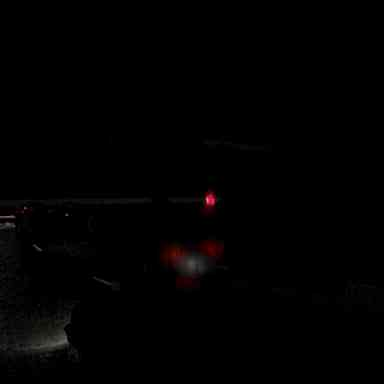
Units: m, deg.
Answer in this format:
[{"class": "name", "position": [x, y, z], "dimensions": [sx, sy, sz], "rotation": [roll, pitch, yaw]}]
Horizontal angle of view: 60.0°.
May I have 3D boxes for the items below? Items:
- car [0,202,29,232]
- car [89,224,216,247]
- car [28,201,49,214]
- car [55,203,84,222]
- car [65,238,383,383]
[{"class": "car", "position": [-11.462, 1.597, 20.394], "dimensions": [2.128, 1.511, 4.902], "rotation": [0, 0, -23]}, {"class": "car", "position": [-1.485, 1.664, 10.609], "dimensions": [1.895, 1.301, 4.718], "rotation": [0, 0, -42]}, {"class": "car", "position": [-18.131, 1.765, 38.136], "dimensions": [1.994, 1.385, 4.181], "rotation": [0, 0, 0]}, {"class": "car", "position": [-10.277, 1.632, 28.126], "dimensions": [1.882, 1.535, 5.008], "rotation": [0, 0, -14]}, {"class": "car", "position": [0.820, 1.572, 3.574], "dimensions": [5.357, 1.411, 2.033], "rotation": [0, 0, 39]}]
